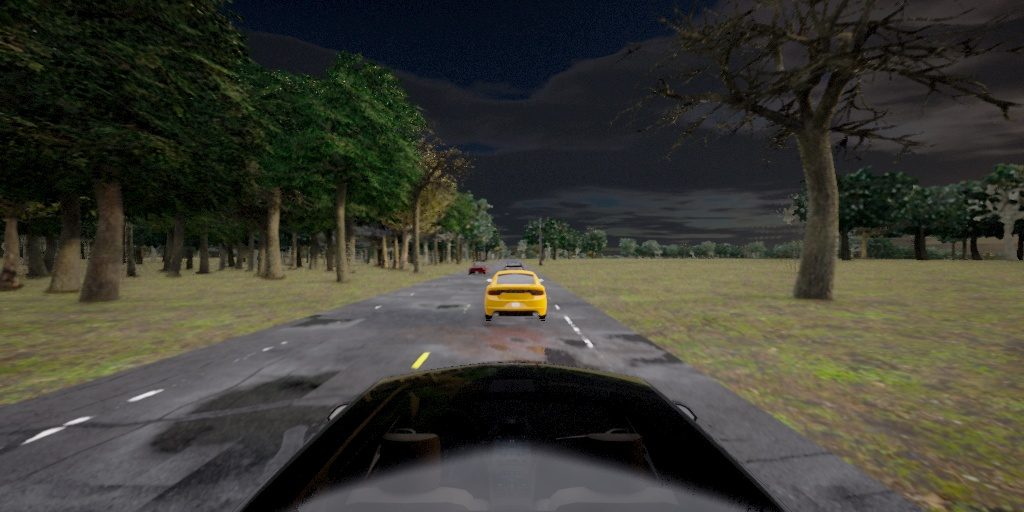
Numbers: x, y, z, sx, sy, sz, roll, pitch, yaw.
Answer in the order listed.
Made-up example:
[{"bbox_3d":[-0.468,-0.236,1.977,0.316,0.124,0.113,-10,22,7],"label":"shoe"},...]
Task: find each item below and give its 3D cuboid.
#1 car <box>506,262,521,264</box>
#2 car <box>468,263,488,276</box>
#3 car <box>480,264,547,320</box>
[{"bbox_3d":[0.144,1.257,33.189,2.128,1.511,4.902,0,0,0],"label":"car"},{"bbox_3d":[-3.499,1.369,38.254,1.895,1.301,4.718,0,0,1],"label":"car"},{"bbox_3d":[0.113,1.233,12.686,1.882,1.535,5.008,0,0,0],"label":"car"}]
